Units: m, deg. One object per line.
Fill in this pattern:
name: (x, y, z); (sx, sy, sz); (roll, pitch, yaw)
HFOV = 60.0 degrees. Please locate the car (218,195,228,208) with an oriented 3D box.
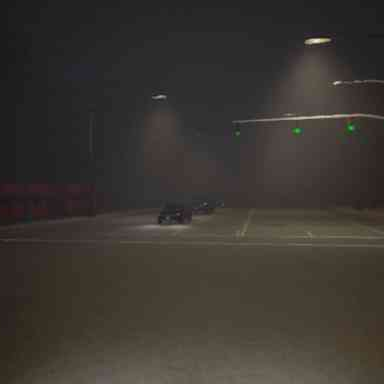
car: (4.348, 1.444, 52.043); (2.150, 2.045, 5.566); (-1, 0, 12)

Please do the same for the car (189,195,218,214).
car: (1.025, 1.322, 36.341); (2.150, 2.045, 5.566); (-1, -1, 13)

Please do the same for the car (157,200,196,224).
car: (-1.224, 1.570, 25.677); (1.812, 1.442, 4.674); (-1, 0, 12)
